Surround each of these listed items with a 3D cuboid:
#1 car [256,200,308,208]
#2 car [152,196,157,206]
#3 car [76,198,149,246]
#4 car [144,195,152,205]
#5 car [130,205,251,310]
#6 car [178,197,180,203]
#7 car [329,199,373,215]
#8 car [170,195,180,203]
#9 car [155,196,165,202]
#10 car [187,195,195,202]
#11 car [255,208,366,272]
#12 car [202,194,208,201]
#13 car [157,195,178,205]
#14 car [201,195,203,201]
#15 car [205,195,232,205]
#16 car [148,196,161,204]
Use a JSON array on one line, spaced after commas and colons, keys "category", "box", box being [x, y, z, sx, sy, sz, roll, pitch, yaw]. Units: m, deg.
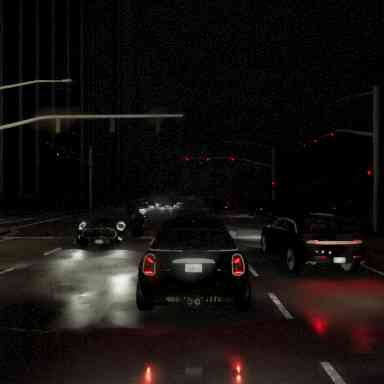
[{"category": "car", "box": [8.411, 1.542, 31.109, 4.892, 1.490, 1.837, 1, 0, 0]}, {"category": "car", "box": [-7.196, 1.352, 55.358, 2.097, 1.767, 4.553, 0, 0, 0]}, {"category": "car", "box": [-3.539, 1.350, 15.192, 2.097, 1.767, 4.553, 0, 0, 3]}, {"category": "car", "box": [-7.185, 1.525, 46.455, 1.812, 1.442, 4.674, 0, 0, 0]}, {"category": "car", "box": [0.042, 1.352, 7.953, 2.097, 1.767, 4.553, 0, 0, 0]}, {"category": "car", "box": [-3.690, 1.491, 60.279, 2.128, 1.511, 4.902, 0, 0, 0]}, {"category": "car", "box": [16.839, 1.560, 34.643, 4.892, 1.490, 1.837, 0, 0, 0]}, {"category": "car", "box": [-3.639, 1.500, 70.490, 1.837, 1.490, 4.892, 0, 0, 0]}, {"category": "car", "box": [-7.146, 1.594, 74.197, 1.895, 1.301, 4.718, 0, 0, 0]}, {"category": "car", "box": [-0.153, 1.478, 77.866, 1.882, 1.535, 5.008, 0, 0, 0]}, {"category": "car", "box": [3.598, 1.491, 10.763, 2.128, 1.511, 4.902, 0, 0, -3]}, {"category": "car", "box": [3.467, 1.477, 63.669, 1.882, 1.535, 5.008, 0, 0, 0]}, {"category": "car", "box": [-3.689, 1.547, 50.777, 2.033, 1.411, 5.357, 0, 0, 0]}, {"category": "car", "box": [3.336, 1.355, 83.197, 2.097, 1.767, 4.553, 0, 0, 0]}, {"category": "car", "box": [3.499, 1.508, 41.529, 1.837, 1.490, 4.892, -4, 1, -12]}, {"category": "car", "box": [-7.177, 1.525, 64.154, 1.812, 1.442, 4.674, 0, 0, 0]}]
